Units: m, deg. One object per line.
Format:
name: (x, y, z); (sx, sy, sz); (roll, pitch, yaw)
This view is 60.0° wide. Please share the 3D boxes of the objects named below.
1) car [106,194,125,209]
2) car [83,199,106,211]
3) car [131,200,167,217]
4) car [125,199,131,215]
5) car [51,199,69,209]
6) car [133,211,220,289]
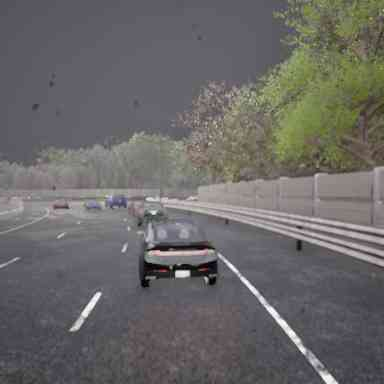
car: (-10.877, 1.344, 47.174); (2.150, 2.045, 5.566); (0, 0, -25)
car: (-13.019, 1.666, 43.388); (2.033, 1.411, 5.357); (0, 0, -23)
car: (-2.968, 1.410, 23.761); (2.097, 1.767, 4.553); (0, 0, -13)
car: (-5.093, 1.557, 32.412); (1.882, 1.535, 5.008); (0, 0, -17)
car: (-18.798, 1.700, 47.373); (1.994, 1.385, 4.181); (0, 0, -26)
car: (-0.524, 1.513, 9.353); (2.128, 1.511, 4.902); (0, 0, -8)
